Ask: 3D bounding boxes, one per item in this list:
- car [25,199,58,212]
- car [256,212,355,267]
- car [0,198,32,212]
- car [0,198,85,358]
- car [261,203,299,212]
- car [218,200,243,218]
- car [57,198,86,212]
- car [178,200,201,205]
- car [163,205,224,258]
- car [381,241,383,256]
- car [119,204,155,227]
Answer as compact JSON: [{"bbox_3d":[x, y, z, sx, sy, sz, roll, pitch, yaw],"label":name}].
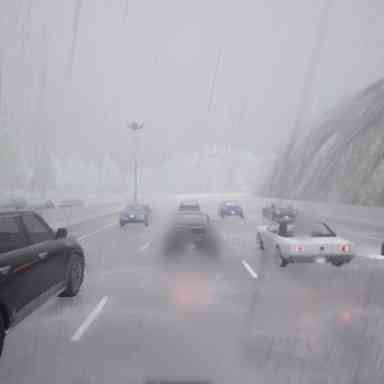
[{"bbox_3d":[-18.032,1.554,40.061,1.812,1.442,4.674,0,0,-1],"label":"car"},{"bbox_3d":[3.469,1.563,11.219,1.895,1.301,4.718,0,0,0],"label":"car"},{"bbox_3d":[-21.530,1.539,40.056,2.128,1.511,4.902,0,0,-1],"label":"car"},{"bbox_3d":[-3.490,1.234,5.350,2.150,2.045,5.566,0,0,-1],"label":"car"},{"bbox_3d":[6.798,1.520,26.259,1.895,1.301,4.718,0,0,0],"label":"car"},{"bbox_3d":[3.268,1.459,28.902,1.812,1.442,4.674,0,0,-1],"label":"car"},{"bbox_3d":[-14.536,1.516,40.345,1.837,1.490,4.892,0,0,0],"label":"car"},{"bbox_3d":[-0.230,1.429,29.403,1.882,1.535,5.008,0,0,-1],"label":"car"},{"bbox_3d":[-0.045,1.483,12.729,1.837,1.490,4.892,0,0,0],"label":"car"},{"bbox_3d":[6.987,1.512,8.857,1.994,1.385,4.181,0,0,0],"label":"car"},{"bbox_3d":[-3.680,1.529,22.903,2.033,1.411,5.357,0,0,0],"label":"car"}]
